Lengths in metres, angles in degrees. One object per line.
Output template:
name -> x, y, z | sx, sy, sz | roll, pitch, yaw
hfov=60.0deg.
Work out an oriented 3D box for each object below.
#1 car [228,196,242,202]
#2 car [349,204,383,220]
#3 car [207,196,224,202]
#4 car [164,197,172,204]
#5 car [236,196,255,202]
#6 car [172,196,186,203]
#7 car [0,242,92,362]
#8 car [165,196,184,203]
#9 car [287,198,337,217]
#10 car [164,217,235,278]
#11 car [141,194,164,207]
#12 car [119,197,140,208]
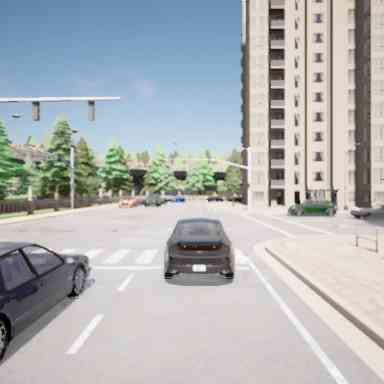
car -> 11.113, 1.767, 81.349 | 4.902, 1.511, 2.128 | 0, 0, -37
car -> 16.621, 1.750, 29.520 | 4.718, 1.301, 1.895 | 0, 0, 0
car -> 5.754, 1.739, 81.276 | 1.837, 1.490, 4.892 | 0, 0, 44
car -> -5.937, 1.676, 64.408 | 2.128, 1.511, 4.902 | 0, 0, 7
car -> 14.157, 1.785, 87.301 | 4.674, 1.442, 1.812 | 0, 0, -23
car -> -3.086, 1.693, 74.498 | 1.882, 1.535, 5.008 | 0, 0, 22
car -> -3.362, 1.563, 5.569 | 2.033, 1.411, 5.357 | 0, 0, 1
car -> -4.108, 1.771, 79.943 | 2.033, 1.411, 5.357 | 0, 0, 31
car -> 11.832, 1.509, 33.079 | 4.553, 1.767, 2.097 | 0, 0, 2
car -> 0.212, 1.536, 10.232 | 1.837, 1.490, 4.892 | 0, 0, 1
car -> -6.321, 1.377, 54.404 | 2.150, 2.045, 5.566 | 0, 0, 2
car -> -9.882, 1.497, 51.475 | 2.097, 1.767, 4.553 | 0, 0, 1
